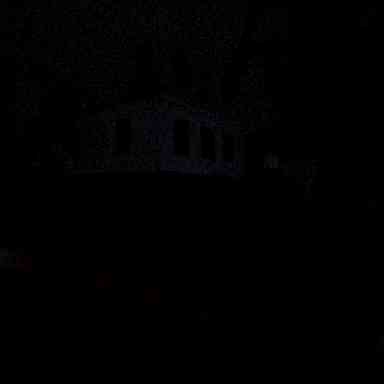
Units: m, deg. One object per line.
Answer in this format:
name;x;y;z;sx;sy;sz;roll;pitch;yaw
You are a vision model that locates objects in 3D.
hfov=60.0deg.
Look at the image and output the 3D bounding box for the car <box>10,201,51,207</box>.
car;-14.762;1.528;29.228;2.033;1.411;5.357;0;0;29
